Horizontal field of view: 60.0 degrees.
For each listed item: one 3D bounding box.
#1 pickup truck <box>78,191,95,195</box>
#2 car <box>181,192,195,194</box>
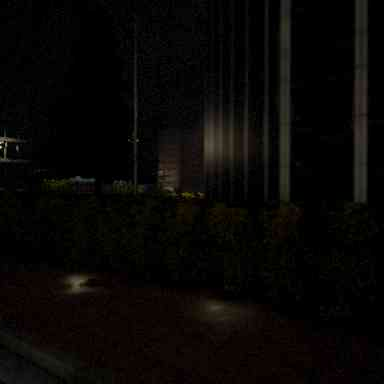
[{"bbox_3d":[-17.761,0.805,59.077,6.274,2.098,2.390,0,0,-24],"label":"pickup truck"},{"bbox_3d":[-1.105,1.055,53.941,2.150,2.045,5.566,0,0,36],"label":"car"}]
